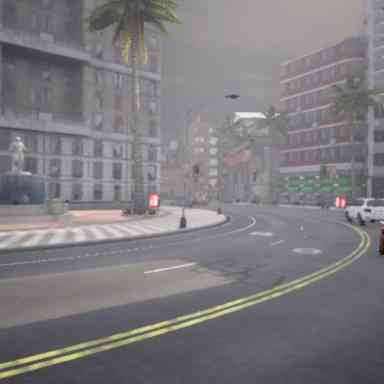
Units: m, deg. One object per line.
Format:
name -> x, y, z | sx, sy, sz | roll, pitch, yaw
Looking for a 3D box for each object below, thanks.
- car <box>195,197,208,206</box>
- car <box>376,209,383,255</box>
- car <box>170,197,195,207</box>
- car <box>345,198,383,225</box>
car -> 0.982, 1.735, 62.383 | 2.097, 1.767, 4.553 | 1, 0, -33
car -> 8.681, 1.631, 13.298 | 1.882, 1.535, 5.008 | 0, 0, 32
car -> -2.010, 1.949, 60.569 | 1.895, 1.301, 4.718 | 1, 0, -33
car -> 13.876, 1.501, 26.244 | 2.150, 2.045, 5.566 | 1, 0, 10
